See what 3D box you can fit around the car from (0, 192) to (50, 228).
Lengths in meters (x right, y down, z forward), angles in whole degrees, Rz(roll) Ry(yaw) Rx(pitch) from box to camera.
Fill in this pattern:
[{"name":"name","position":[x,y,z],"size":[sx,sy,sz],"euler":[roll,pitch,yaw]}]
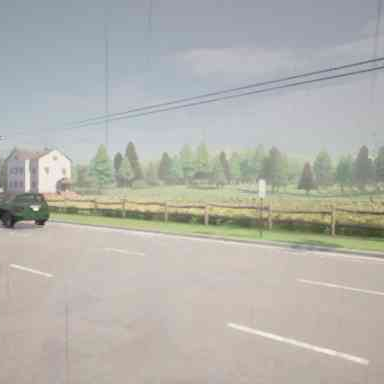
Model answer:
[{"name":"car","position":[-11.064,1.025,20.491],"size":[5.566,2.045,2.150],"euler":[1,1,36]}]
